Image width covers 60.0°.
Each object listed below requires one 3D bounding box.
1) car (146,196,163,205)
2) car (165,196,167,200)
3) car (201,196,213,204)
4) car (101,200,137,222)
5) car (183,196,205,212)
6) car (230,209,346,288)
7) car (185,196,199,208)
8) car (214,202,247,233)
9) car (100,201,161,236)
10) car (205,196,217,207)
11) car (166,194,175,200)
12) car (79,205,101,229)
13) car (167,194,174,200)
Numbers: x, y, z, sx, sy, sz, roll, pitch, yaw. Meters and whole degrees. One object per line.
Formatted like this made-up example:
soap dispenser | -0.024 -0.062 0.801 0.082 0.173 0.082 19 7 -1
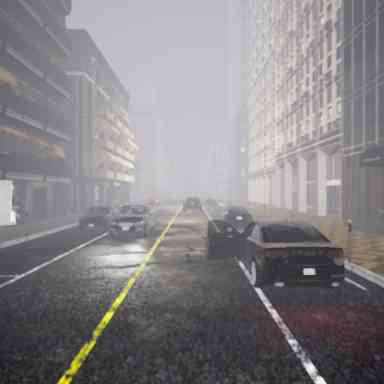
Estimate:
car | -5.681 1.305 49.202 1.967 1.590 4.097 0 0 0
car | -5.680 1.433 54.851 1.802 1.307 4.206 0 0 0
car | 2.701 1.389 60.498 2.008 1.369 4.403 0 0 0
car | -5.686 1.448 26.439 1.752 1.417 4.829 0 0 0
car | 0.082 1.248 36.498 2.097 1.767 4.553 0 0 0
car | 2.363 1.449 9.171 1.882 1.535 5.008 0 0 0
car | 0.026 1.347 47.486 1.882 1.535 5.008 0 0 0
car | 2.694 1.503 20.958 1.947 1.339 4.313 0 0 0
car | -3.096 1.437 17.945 2.128 1.511 4.902 0 0 0
car | 2.700 1.410 49.200 1.887 1.381 4.507 0 0 0
car | -5.673 1.331 88.742 2.008 1.369 4.403 0 0 0
car | -5.687 1.503 20.960 1.947 1.339 4.313 0 0 0
car | -5.675 1.342 83.094 2.008 1.369 4.403 0 0 0
